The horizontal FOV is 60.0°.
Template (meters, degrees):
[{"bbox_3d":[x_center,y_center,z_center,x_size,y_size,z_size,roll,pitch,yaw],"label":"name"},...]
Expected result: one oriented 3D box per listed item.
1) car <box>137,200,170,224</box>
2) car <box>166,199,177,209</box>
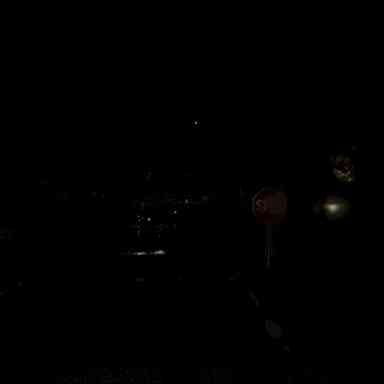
[{"bbox_3d":[-2.954,1.625,25.241,1.837,1.490,4.892,0,1,0],"label":"car"},{"bbox_3d":[-3.146,1.696,48.977,1.812,1.442,4.674,0,0,0],"label":"car"}]
